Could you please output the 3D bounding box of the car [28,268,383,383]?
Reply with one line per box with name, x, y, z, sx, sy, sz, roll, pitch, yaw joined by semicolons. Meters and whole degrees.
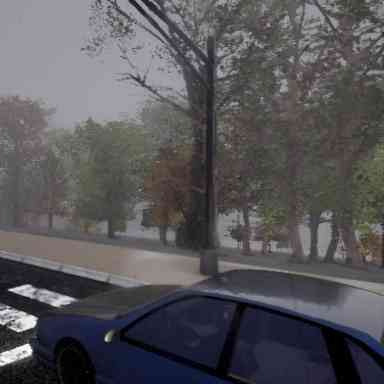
car;0.609;1.546;3.250;5.357;1.411;2.033;0;0;36
